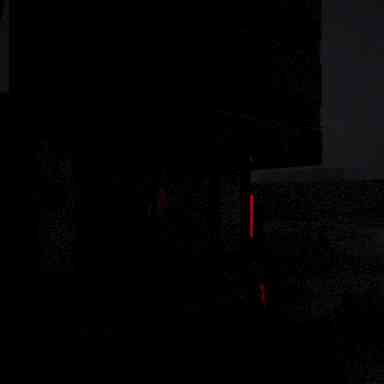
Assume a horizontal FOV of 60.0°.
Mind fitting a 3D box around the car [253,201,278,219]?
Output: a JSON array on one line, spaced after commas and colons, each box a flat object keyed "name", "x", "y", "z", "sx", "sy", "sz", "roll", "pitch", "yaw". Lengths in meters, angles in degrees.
[{"name": "car", "x": 4.993, "y": 1.486, "z": 28.110, "sx": 2.128, "sy": 1.511, "sz": 4.902, "roll": 0, "pitch": 0, "yaw": -34}]
